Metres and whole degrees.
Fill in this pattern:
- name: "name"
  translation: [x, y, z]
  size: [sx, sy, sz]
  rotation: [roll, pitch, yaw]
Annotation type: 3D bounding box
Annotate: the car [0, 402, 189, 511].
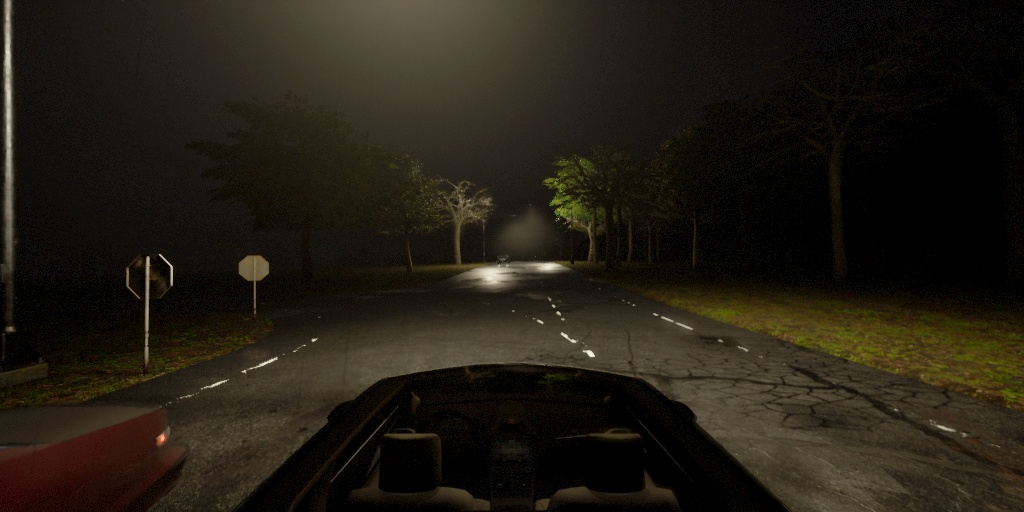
- name: "car"
  translation: [-3.566, 1.496, 0.505]
  size: [2.033, 1.411, 5.357]
  rotation: [-1, -1, -1]
